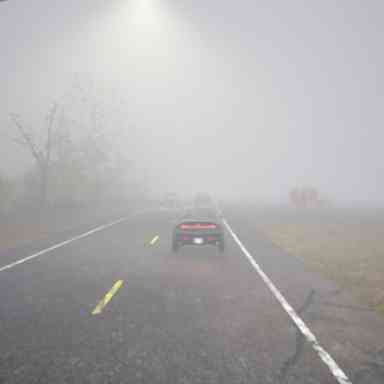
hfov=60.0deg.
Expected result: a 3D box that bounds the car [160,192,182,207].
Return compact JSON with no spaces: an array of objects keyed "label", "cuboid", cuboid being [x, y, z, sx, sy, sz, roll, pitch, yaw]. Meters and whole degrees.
[{"label":"car","cuboid":[-2.387,0.791,38.600,2.097,1.767,4.553,0,1,4]}]

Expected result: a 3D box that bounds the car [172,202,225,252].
[{"label":"car","cuboid":[0.254,1.307,12.987,1.837,1.490,4.892,0,0,1]}]

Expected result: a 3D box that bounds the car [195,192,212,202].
[{"label":"car","cuboid":[1.459,0.748,42.055,2.097,1.767,4.553,0,1,3]}]
